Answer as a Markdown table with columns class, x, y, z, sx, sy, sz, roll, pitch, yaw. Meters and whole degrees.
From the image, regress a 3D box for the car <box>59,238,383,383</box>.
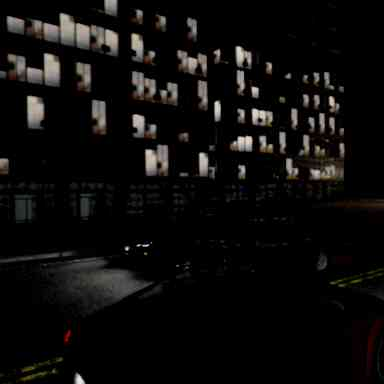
| class | x | y | z | sx | sy | sz | roll | pitch | yaw |
| --- | --- | --- | --- | --- | --- | --- | --- | --- | --- |
| car | 0.698 | 1.561 | 3.937 | 4.181 | 1.385 | 1.994 | 0 | 0 | -36 |

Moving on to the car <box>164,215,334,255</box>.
| class | x | y | z | sx | sy | sz | roll | pitch | yaw |
| --- | --- | --- | --- | --- | --- | --- | --- | --- | --- |
| car | 1.876 | 1.498 | 9.017 | 4.892 | 1.490 | 1.837 | 0 | 0 | -35 |

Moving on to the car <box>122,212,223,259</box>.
| class | x | y | z | sx | sy | sz | roll | pitch | yaw |
| --- | --- | --- | --- | --- | --- | --- | --- | --- | --- |
| car | -0.023 | 1.498 | 11.653 | 4.892 | 1.490 | 1.837 | 0 | 0 | -36 |
